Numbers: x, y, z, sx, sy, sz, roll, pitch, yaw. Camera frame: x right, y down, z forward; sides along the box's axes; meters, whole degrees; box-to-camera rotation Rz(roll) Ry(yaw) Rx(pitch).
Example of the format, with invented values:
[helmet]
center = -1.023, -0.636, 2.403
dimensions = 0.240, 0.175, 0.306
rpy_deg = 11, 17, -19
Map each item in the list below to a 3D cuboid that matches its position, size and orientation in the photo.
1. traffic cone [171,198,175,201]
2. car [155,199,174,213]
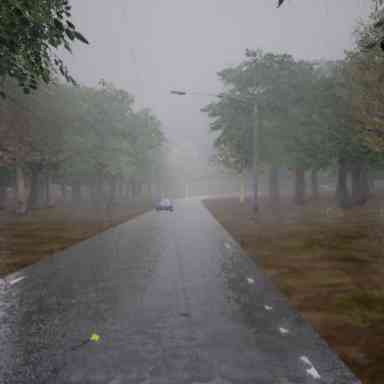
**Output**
[traffic cone]
center = -4.191, 1.800, 68.168
dimensions = 0.340, 0.580, 0.340
rpy_deg = 0, 0, 0
[car]
center = -3.085, 1.502, 38.395
dimensions = 1.882, 1.535, 5.008
rpy_deg = 0, 0, 0
